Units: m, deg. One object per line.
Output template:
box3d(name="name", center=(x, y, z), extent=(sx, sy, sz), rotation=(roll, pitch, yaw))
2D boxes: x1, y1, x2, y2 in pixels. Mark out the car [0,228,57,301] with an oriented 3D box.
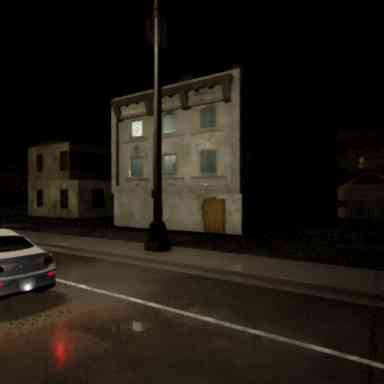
box3d(name="car", center=(-4.929, 1.532, 7.510), extent=(4.674, 1.442, 1.812), rotation=(0, 0, 36))
